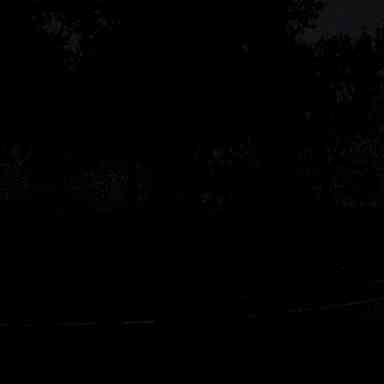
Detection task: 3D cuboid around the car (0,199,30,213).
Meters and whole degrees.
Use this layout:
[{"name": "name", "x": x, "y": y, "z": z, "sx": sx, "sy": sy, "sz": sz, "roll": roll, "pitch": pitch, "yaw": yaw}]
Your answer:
[{"name": "car", "x": -18.996, "y": 1.505, "z": 33.672, "sx": 1.837, "sy": 1.490, "sz": 4.892, "roll": 0, "pitch": 0, "yaw": 35}]
